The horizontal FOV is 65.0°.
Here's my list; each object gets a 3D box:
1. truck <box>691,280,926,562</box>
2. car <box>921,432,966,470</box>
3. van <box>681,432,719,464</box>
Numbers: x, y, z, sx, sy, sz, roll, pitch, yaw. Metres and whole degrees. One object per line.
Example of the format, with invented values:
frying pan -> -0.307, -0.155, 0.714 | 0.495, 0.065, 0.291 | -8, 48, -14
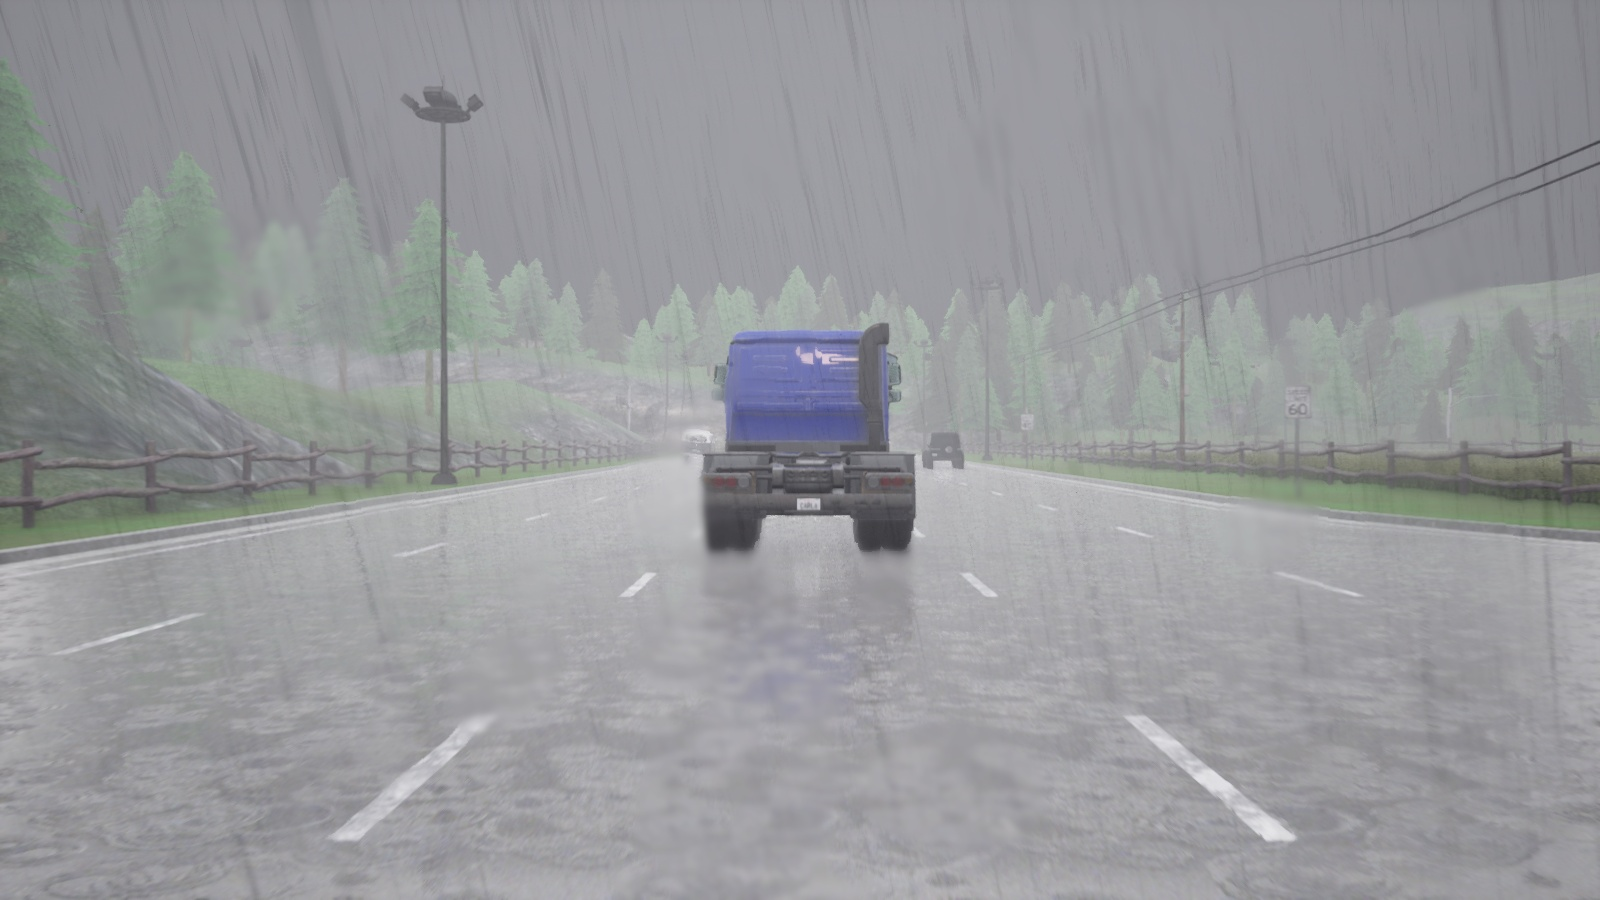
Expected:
truck -> 0.125, -0.385, 19.376 | 2.891, 3.462, 7.936 | 0, 0, 0
car -> 7.379, 0.047, 64.855 | 1.905, 1.878, 3.866 | 0, 0, 0
van -> -6.523, -0.170, 82.178 | 2.069, 2.038, 4.480 | 0, 0, 0
